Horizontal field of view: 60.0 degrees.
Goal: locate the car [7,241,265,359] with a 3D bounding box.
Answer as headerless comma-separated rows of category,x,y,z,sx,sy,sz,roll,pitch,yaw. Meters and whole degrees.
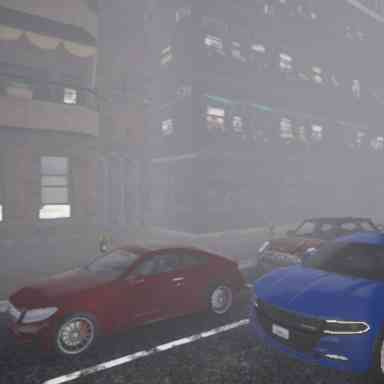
car,-0.880,1.581,5.905,4.206,1.307,1.802,0,-1,-36

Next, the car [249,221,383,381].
car,3.142,1.475,5.623,5.008,1.535,1.882,0,0,-36

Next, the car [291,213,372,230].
car,3.678,1.437,9.162,4.097,1.590,1.967,0,-1,-36
